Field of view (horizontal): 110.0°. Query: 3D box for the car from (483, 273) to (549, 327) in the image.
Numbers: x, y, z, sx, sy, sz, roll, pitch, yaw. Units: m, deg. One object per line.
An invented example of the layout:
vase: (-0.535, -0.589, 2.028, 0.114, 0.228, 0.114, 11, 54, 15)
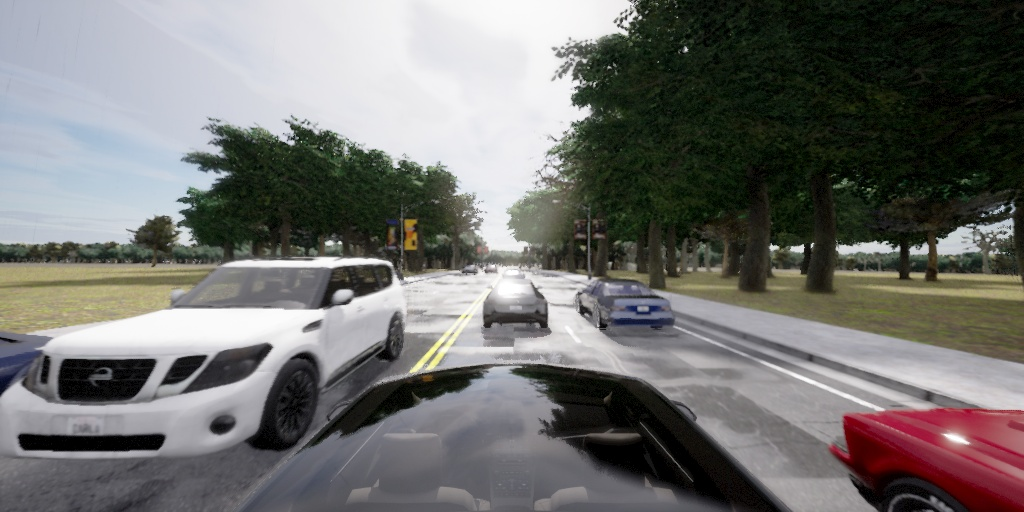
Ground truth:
car: (0.110, 1.460, 12.131, 1.994, 1.385, 4.181, 0, -1, 0)

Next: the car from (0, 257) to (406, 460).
car: (-3.347, 1.022, 5.587, 2.150, 2.045, 5.566, 0, -1, 0)

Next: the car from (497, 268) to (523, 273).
car: (0.128, 1.679, 27.673, 2.033, 1.411, 5.357, 0, -1, 0)

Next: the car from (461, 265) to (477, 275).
car: (-6.418, 2.106, 54.465, 1.994, 1.385, 4.181, 0, -1, 2)

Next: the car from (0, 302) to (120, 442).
car: (-6.601, 1.330, 3.023, 1.994, 1.385, 4.181, 0, -1, 0)

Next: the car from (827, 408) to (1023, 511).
car: (3.350, 1.336, 0.570, 1.895, 1.301, 4.718, 0, -1, 0)

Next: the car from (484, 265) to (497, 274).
car: (-3.215, 2.135, 56.206, 1.994, 1.385, 4.181, 0, -1, 1)

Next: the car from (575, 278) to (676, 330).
car: (3.359, 1.436, 11.680, 2.033, 1.411, 5.357, 0, -1, 0)
